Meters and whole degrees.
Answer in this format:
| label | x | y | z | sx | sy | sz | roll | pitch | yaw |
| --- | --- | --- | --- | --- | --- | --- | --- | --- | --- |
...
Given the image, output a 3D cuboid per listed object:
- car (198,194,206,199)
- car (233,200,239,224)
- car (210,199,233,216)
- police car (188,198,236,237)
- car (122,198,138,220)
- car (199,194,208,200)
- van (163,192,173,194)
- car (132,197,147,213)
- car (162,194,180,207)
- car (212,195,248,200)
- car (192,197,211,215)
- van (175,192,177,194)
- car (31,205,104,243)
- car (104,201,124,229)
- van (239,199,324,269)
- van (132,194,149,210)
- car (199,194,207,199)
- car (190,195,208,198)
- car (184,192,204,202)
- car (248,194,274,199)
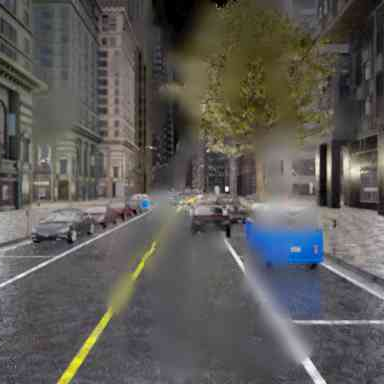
| label | x | y | z | sx | sy | sz | roll | pitch | yaw |
| --- | --- | --- | --- | --- | --- | --- | --- | --- | --- |
| car | 2.720 | 1.140 | 91.561 | 1.887 | 1.381 | 4.507 | 0 | 0 | 0 |
| car | 2.748 | 1.443 | 21.259 | 2.008 | 1.369 | 4.403 | 0 | 0 | 0 |
| car | 2.741 | 1.387 | 31.837 | 1.887 | 1.381 | 4.507 | 0 | 0 | 0 |
| police car | 0.889 | 1.336 | 17.506 | 1.930 | 1.638 | 5.238 | 0 | 0 | 0 |
| car | -5.780 | 1.413 | 26.188 | 1.887 | 1.381 | 4.507 | 0 | 0 | 0 |
| car | 2.729 | 1.181 | 80.510 | 1.887 | 1.381 | 4.507 | 0 | 0 | 0 |
| van | -5.824 | 0.998 | 74.997 | 1.690 | 1.788 | 3.998 | 0 | 0 | 0 |
| car | -5.784 | 1.409 | 31.601 | 1.947 | 1.339 | 4.313 | 0 | 0 | 0 |
| car | -3.029 | 1.346 | 45.936 | 1.994 | 1.385 | 4.181 | 0 | 0 | 0 |
| car | 2.744 | 1.182 | 26.547 | 2.192 | 1.841 | 5.009 | 0 | 0 | 0 |
| car | 0.880 | 1.341 | 33.396 | 1.837 | 1.490 | 4.892 | 0 | 0 | 0 |
| van | -5.831 | 0.936 | 91.572 | 1.690 | 1.788 | 3.998 | 0 | 0 | 0 |
| car | -5.774 | 1.472 | 15.361 | 2.008 | 1.369 | 4.403 | 0 | 0 | 0 |
| car | -5.777 | 1.477 | 20.774 | 1.802 | 1.307 | 4.206 | 0 | 0 | 0 |
| van | 2.753 | 1.286 | 10.680 | 1.690 | 1.788 | 3.998 | 0 | 0 | 0 |
| van | -5.788 | 1.159 | 37.013 | 1.690 | 1.788 | 3.998 | 0 | 0 | 0 |
| car | 2.725 | 1.160 | 86.035 | 1.887 | 1.381 | 4.507 | 0 | 0 | 0 |
| car | 0.883 | 1.317 | 27.586 | 1.801 | 1.575 | 5.366 | 0 | 0 | 0 |
| car | 1.302 | 1.229 | 51.424 | 1.882 | 1.535 | 5.008 | 1 | 1 | 36 |
| car | 10.930 | 1.027 | 54.189 | 4.902 | 1.511 | 2.128 | -1 | 0 | 0 |
